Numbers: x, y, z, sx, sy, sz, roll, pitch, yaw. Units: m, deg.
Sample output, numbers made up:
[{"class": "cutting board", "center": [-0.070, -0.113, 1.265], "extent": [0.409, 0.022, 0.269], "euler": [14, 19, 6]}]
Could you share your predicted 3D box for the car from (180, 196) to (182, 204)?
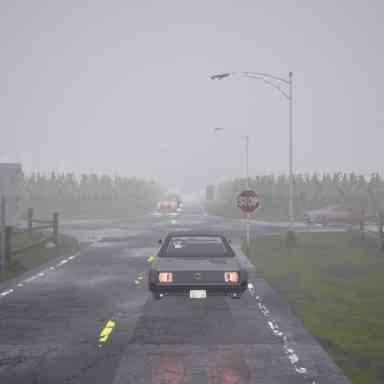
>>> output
[{"class": "car", "center": [-2.841, 1.205, 48.904], "extent": [2.150, 2.045, 5.566], "euler": [0, 0, -1]}]

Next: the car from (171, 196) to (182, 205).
[{"class": "car", "center": [-2.806, 1.498, 61.218], "extent": [1.812, 1.442, 4.674], "euler": [0, 0, 0]}]

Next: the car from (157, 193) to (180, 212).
[{"class": "car", "center": [-2.840, 1.342, 38.265], "extent": [2.097, 1.767, 4.553], "euler": [0, 0, 0]}]

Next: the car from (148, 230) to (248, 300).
[{"class": "car", "center": [0.073, 1.601, 8.377], "extent": [1.895, 1.301, 4.718], "euler": [0, 0, -1]}]

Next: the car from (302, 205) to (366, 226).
[{"class": "car", "center": [10.147, 1.651, 23.885], "extent": [4.181, 1.385, 1.994], "euler": [0, -1, -2]}]
